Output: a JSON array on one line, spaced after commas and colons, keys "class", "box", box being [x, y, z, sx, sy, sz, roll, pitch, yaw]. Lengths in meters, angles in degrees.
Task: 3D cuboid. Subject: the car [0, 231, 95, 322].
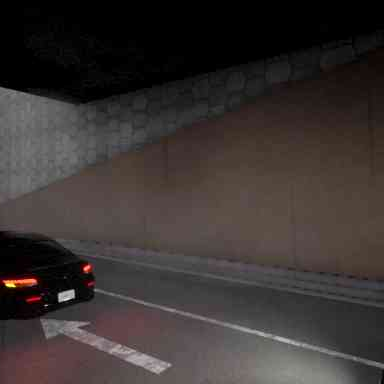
[{"class": "car", "box": [-3.918, 1.526, 6.768, 4.674, 1.442, 1.812, 0, 0, 36]}]

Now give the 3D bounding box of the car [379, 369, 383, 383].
[{"class": "car", "box": [3.523, 1.505, 1.401, 4.892, 1.490, 1.837, 0, 0, 36]}]
